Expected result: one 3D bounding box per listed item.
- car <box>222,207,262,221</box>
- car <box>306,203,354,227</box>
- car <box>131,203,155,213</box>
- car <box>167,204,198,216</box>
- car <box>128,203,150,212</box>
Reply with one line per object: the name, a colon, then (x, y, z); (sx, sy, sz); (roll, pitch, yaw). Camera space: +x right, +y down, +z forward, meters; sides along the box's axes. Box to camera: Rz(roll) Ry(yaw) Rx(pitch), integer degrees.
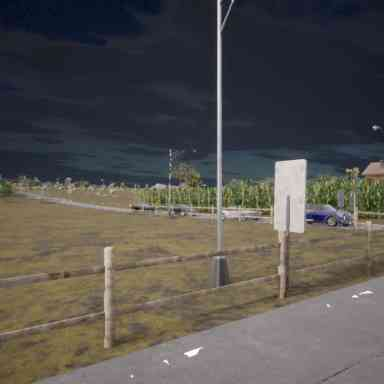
car: (4.659, 2.107, 32.799); (1.895, 1.301, 4.718); (3, -3, -35)
car: (9.947, 1.668, 25.497); (2.097, 1.767, 4.553); (3, -3, -37)
car: (-7.250, 2.353, 49.591); (1.882, 1.535, 5.008); (3, -2, -35)
car: (-1.220, 2.218, 41.070); (1.837, 1.490, 4.892); (3, -3, -35)
car: (-9.091, 2.601, 57.186); (1.994, 1.385, 4.181); (3, -2, -35)
